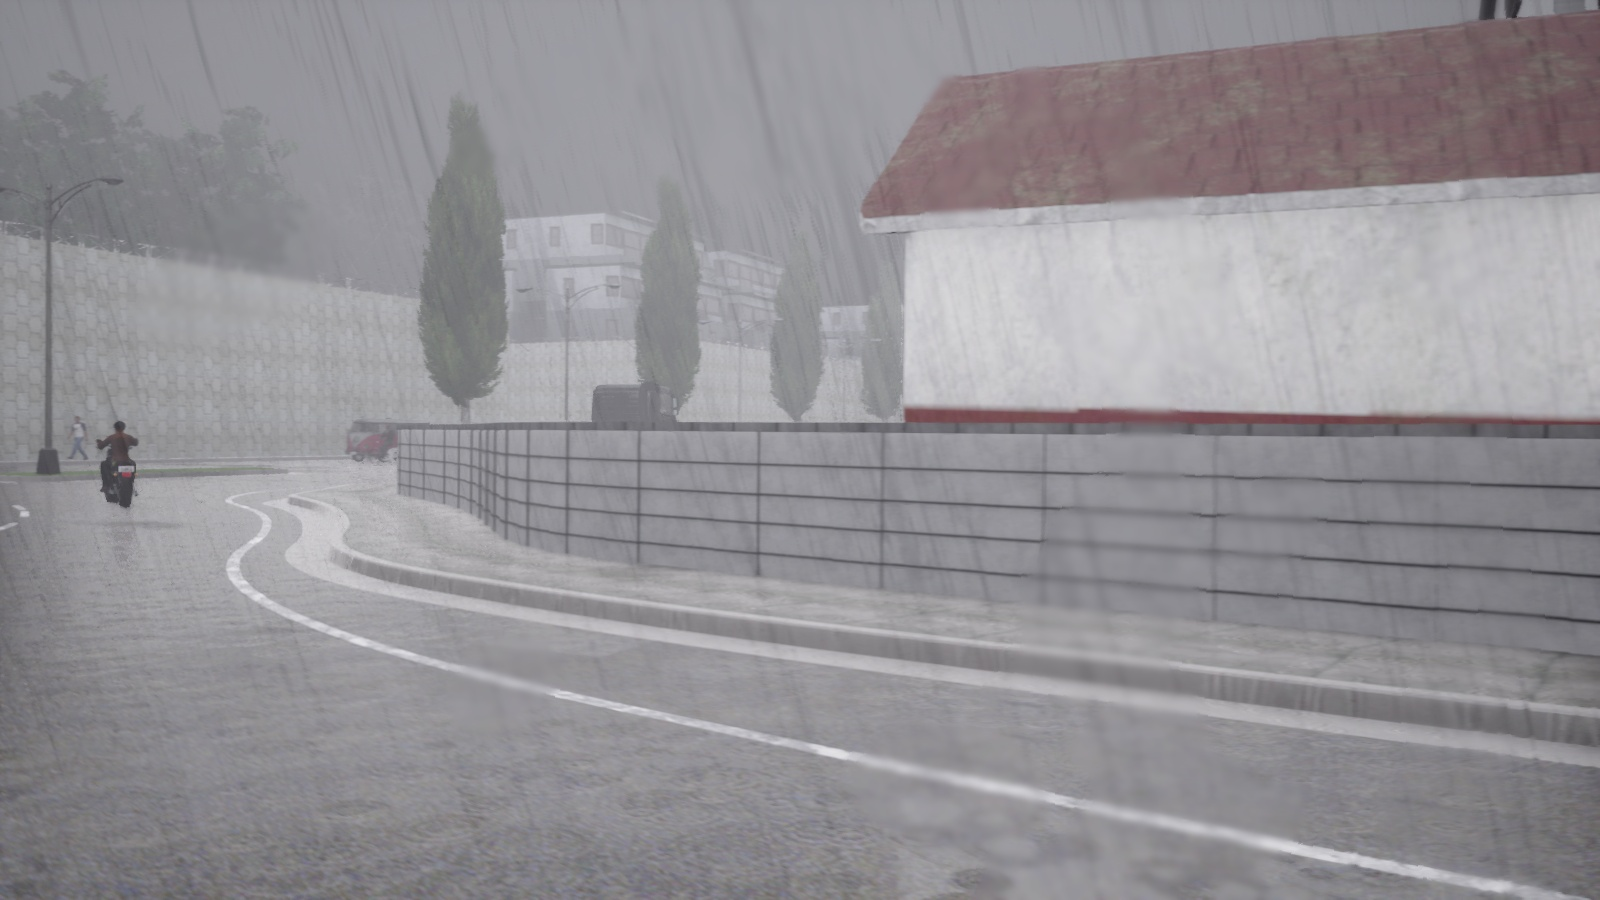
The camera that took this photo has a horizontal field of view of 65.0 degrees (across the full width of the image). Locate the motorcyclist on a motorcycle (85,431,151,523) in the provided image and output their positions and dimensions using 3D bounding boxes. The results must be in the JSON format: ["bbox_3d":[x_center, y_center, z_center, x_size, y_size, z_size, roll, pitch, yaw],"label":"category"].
[{"bbox_3d":[-13.031,0.487,23.948,0.766,1.649,2.350,-2,1,-36],"label":"motorcyclist on a motorcycle"}]

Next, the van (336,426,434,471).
[{"bbox_3d":[-19.267,-0.099,58.521,1.775,1.987,4.442,0,1,24],"label":"van"}]

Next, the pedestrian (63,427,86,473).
[{"bbox_3d":[-28.684,-0.004,49.657,0.354,1.836,0.706,0,1,18],"label":"pedestrian"}]

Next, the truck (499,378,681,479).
[{"bbox_3d":[-7.729,-0.790,47.472,2.891,3.462,7.936,0,1,24],"label":"truck"}]

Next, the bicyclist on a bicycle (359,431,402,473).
[{"bbox_3d":[-17.761,0.074,53.228,0.659,1.776,1.843,0,1,24],"label":"bicyclist on a bicycle"}]
